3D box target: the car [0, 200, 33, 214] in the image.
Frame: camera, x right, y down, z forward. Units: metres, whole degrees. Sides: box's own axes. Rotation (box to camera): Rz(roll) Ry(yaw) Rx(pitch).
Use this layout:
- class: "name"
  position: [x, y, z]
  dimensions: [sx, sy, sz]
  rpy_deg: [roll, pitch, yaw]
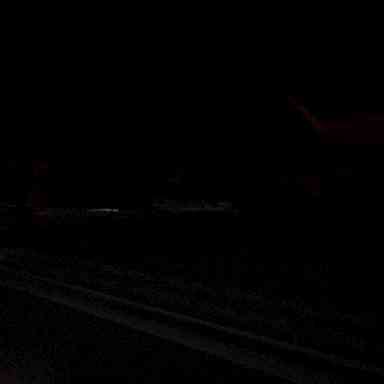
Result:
- class: "car"
  position: [-17.750, 1.526, 32.082]
  dimensions: [1.812, 1.442, 4.674]
  rpy_deg: [0, 0, 34]

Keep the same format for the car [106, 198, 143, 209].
- class: "car"
  position: [-9.021, 1.547, 45.021]
  dimensions: [2.033, 1.411, 5.357]
  rpy_deg: [0, 0, 34]

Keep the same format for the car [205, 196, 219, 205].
- class: "car"
  position: [3.486, 1.504, 58.535]
  dimensions: [1.837, 1.490, 4.892]
  rpy_deg: [0, 0, 14]
